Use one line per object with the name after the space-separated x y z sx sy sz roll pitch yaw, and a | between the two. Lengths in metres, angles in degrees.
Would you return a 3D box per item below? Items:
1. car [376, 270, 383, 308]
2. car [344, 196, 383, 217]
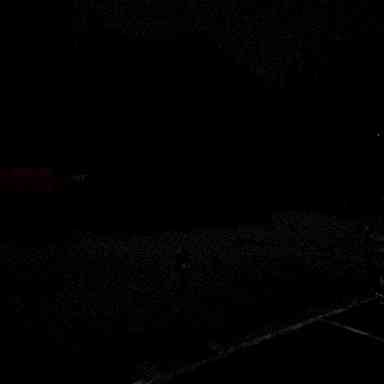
5.359 1.552 6.601 4.403 1.369 2.008 0 0 -35 | car
16.697 1.387 30.130 2.150 2.045 5.566 0 0 -35 | car
